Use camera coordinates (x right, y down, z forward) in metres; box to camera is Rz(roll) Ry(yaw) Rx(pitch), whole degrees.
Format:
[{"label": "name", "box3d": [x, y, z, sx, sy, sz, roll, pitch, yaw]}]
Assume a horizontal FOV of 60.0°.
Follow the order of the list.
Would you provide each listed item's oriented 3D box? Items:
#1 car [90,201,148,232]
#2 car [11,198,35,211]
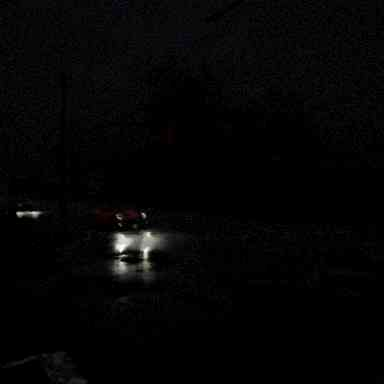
[{"label": "car", "box3d": [-4.638, 1.385, 20.760, 2.097, 1.767, 4.553, 0, 0, -39]}, {"label": "car", "box3d": [-20.699, 1.489, 40.742, 1.882, 1.535, 5.008, 0, 0, -39]}]
